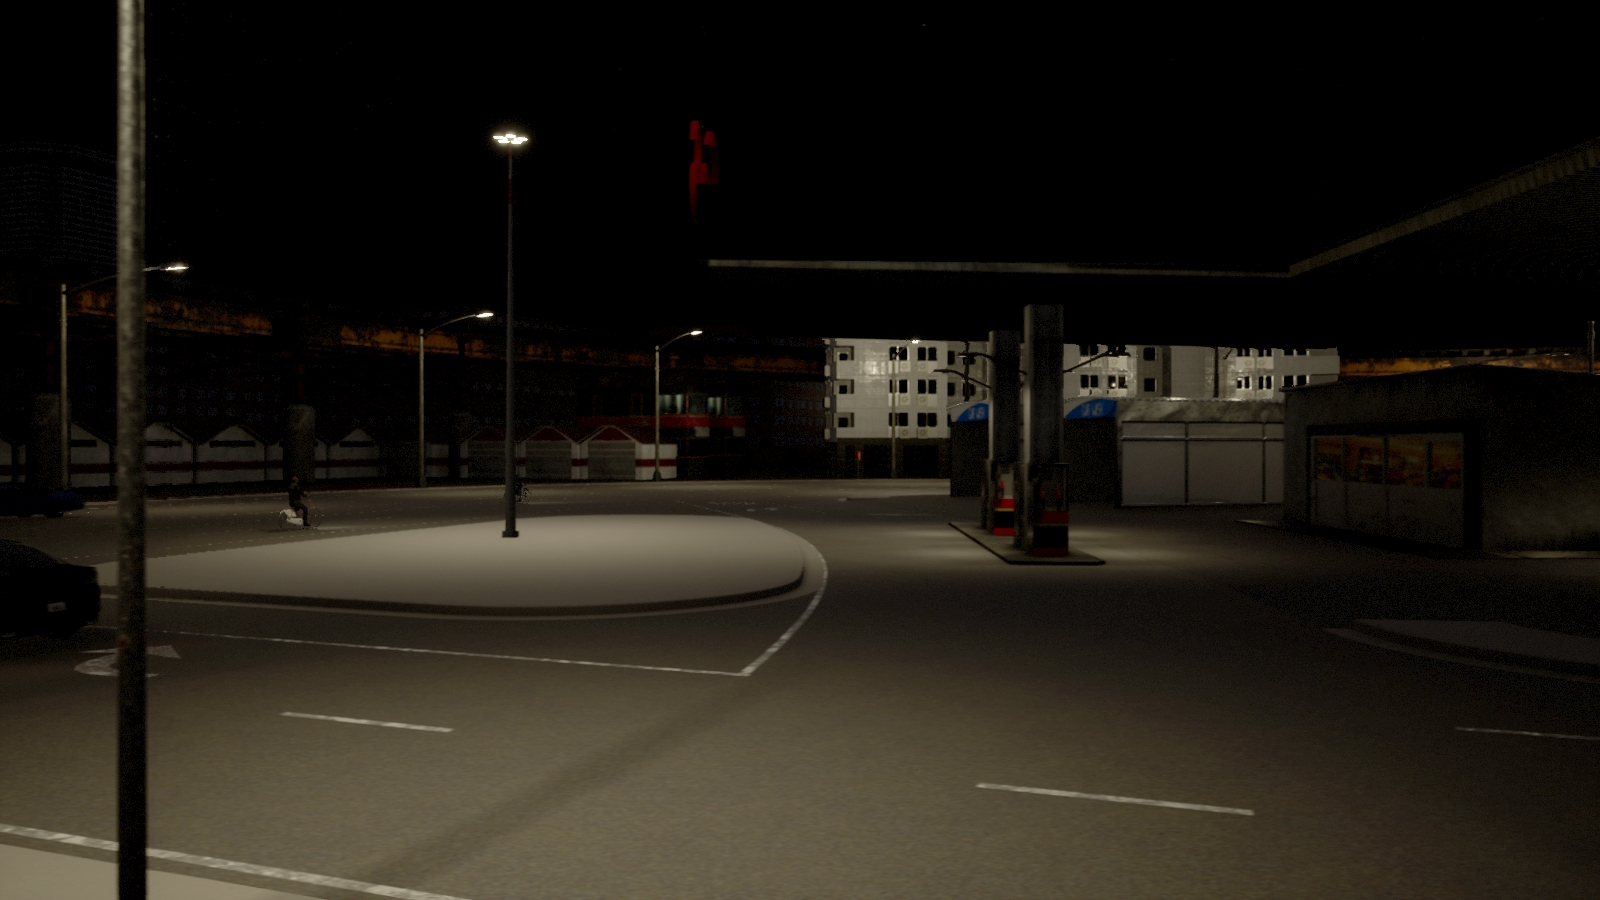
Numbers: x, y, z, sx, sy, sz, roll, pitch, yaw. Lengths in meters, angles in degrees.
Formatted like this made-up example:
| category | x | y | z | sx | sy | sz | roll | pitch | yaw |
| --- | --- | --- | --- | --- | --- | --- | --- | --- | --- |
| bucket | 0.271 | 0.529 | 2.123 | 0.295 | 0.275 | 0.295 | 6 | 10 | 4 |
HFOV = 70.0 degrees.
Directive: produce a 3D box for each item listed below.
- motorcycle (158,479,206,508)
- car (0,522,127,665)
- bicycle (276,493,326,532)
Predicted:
| category | x | y | z | sx | sy | sz | roll | pitch | yaw |
| --- | --- | --- | --- | --- | --- | --- | --- | --- | --- |
| motorcycle | -28.138 | 1.968 | 52.060 | 0.856 | 1.236 | 1.805 | 0 | 0 | 19 |
| car | -12.412 | 1.912 | 16.198 | 5.238 | 1.638 | 2.097 | 0 | 0 | 20 |
| bicycle | -16.473 | 2.044 | 37.758 | 0.329 | 1.196 | 1.835 | 0 | 0 | 20 |
